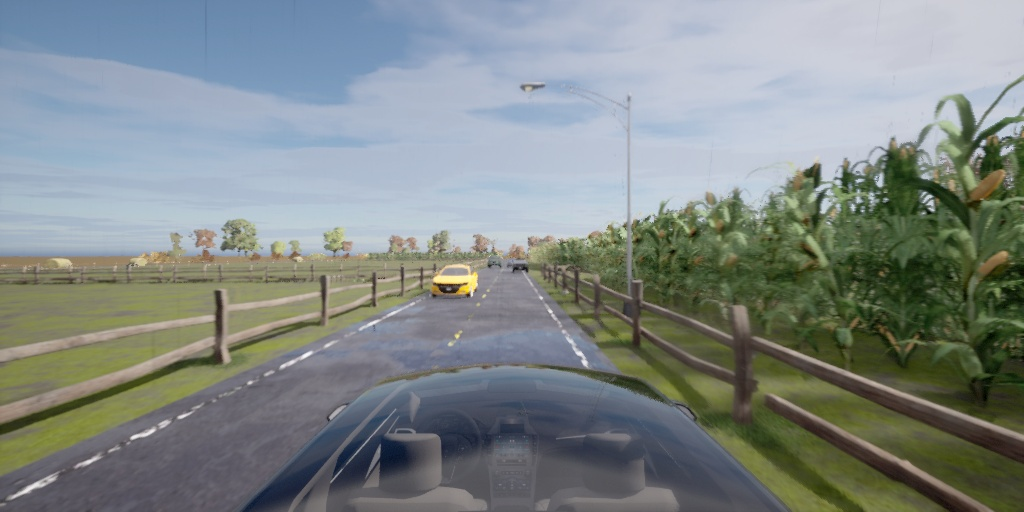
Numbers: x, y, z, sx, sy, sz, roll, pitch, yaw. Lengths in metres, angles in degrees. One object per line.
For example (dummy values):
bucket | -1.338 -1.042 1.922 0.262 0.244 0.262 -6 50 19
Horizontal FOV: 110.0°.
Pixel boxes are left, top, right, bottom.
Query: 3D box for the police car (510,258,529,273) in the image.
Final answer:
police car | 0.969 1.146 43.048 1.930 1.638 5.238 0 0 0

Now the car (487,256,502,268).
car | -2.785 0.936 59.003 2.150 2.045 5.566 0 0 1

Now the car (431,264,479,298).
car | -2.847 1.214 18.661 1.882 1.535 5.008 0 0 0

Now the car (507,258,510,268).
car | 0.009 1.259 61.057 2.033 1.411 5.357 0 0 0
